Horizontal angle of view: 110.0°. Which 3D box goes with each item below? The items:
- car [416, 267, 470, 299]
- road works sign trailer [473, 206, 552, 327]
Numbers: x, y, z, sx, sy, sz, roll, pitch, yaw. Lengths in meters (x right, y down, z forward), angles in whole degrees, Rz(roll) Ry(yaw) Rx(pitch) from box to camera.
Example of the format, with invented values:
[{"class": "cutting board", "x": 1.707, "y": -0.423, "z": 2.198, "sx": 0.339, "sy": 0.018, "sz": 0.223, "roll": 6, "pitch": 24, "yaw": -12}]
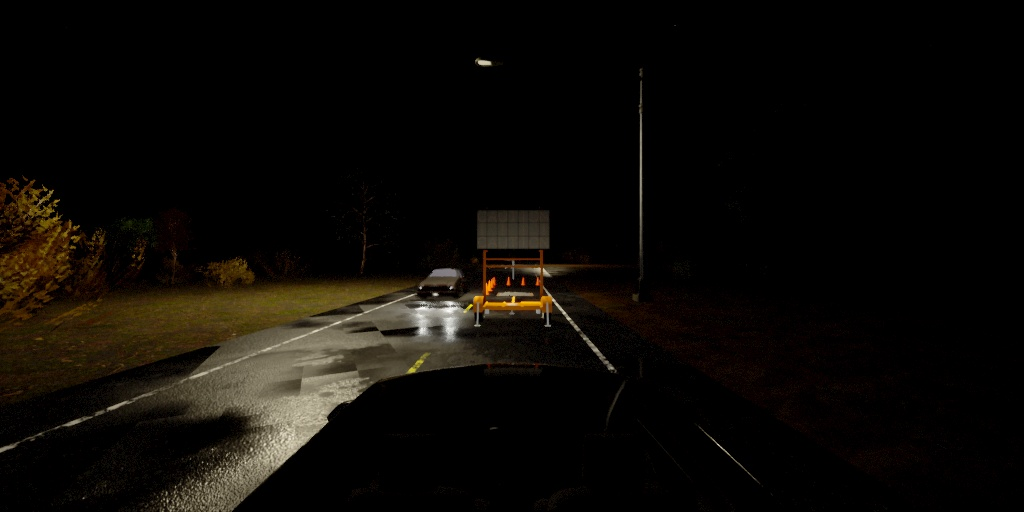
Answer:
[{"class": "car", "x": -3.314, "y": 1.296, "z": 18.384, "sx": 2.033, "sy": 1.411, "sz": 5.357, "roll": 0, "pitch": 0, "yaw": 1}, {"class": "road works sign trailer", "x": 0.042, "y": 0.214, "z": 11.569, "sx": 2.380, "sy": 3.560, "sz": 2.880, "roll": 0, "pitch": 0, "yaw": 1}]
